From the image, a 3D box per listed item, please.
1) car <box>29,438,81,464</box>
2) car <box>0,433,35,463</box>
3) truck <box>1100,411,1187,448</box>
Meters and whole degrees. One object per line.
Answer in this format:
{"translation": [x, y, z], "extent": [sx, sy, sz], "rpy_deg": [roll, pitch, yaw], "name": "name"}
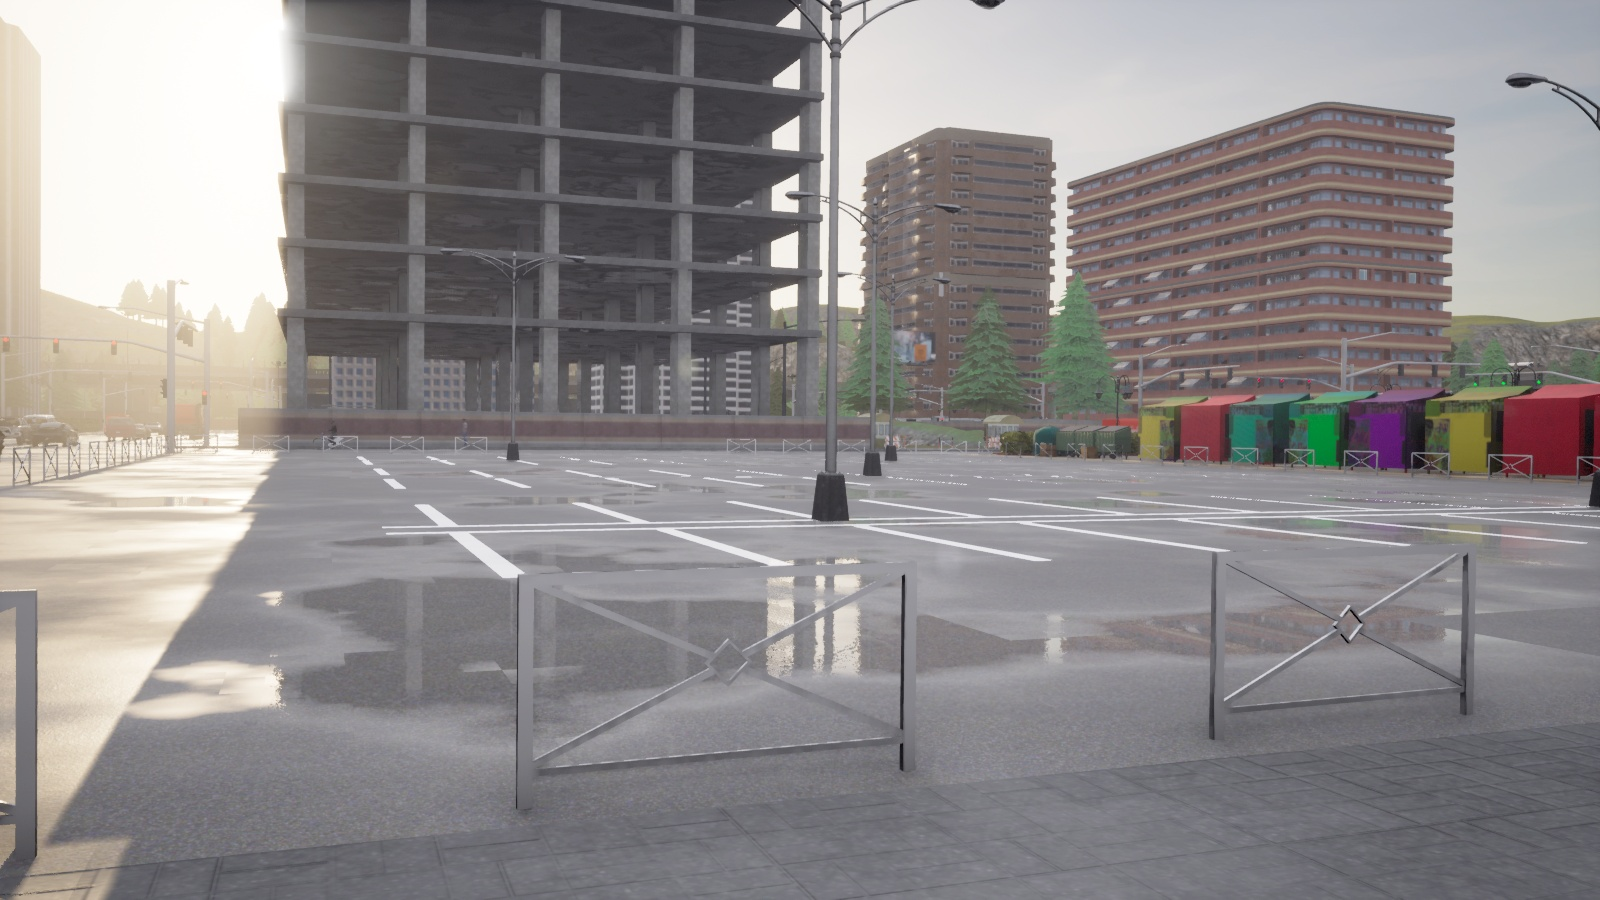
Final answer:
{"translation": [-45.854, 0.039, 77.404], "extent": [1.837, 1.490, 4.892], "rpy_deg": [-1, 1, -20], "name": "car"}
{"translation": [-51.124, -0.155, 81.270], "extent": [1.932, 1.855, 4.605], "rpy_deg": [-1, 1, -21], "name": "car"}
{"translation": [23.518, -1.399, 86.086], "extent": [5.204, 2.467, 2.627], "rpy_deg": [-1, 1, -21], "name": "truck"}
